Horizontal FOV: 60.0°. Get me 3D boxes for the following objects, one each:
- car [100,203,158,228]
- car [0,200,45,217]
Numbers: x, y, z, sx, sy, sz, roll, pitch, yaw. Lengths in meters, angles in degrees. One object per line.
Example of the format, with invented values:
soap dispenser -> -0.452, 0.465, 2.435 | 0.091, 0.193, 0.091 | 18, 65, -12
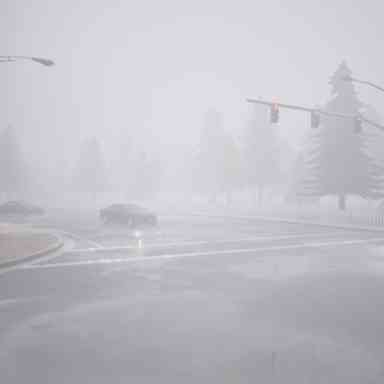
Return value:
car -> -4.390, 1.504, 22.772 | 5.008, 1.535, 1.882 | 0, 0, 45
car -> -16.094, 1.531, 31.486 | 4.674, 1.442, 1.812 | 0, 0, 25
